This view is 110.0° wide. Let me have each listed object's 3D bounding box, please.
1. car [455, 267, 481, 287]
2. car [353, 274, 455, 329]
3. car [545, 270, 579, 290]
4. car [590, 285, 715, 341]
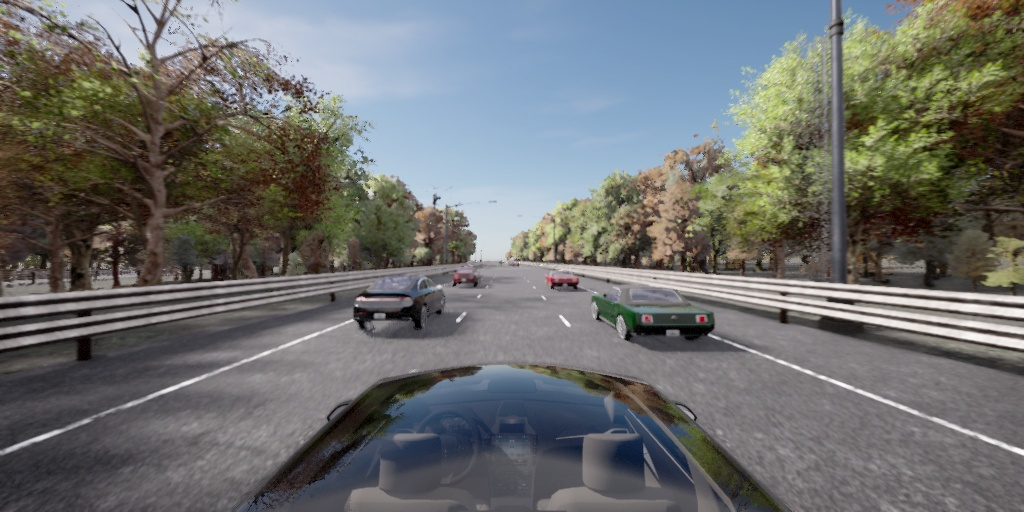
[{"bbox_3d":[-3.541,1.620,28.444,1.812,1.442,4.674,0,-1,-1],"label":"car"},{"bbox_3d":[-3.423,1.372,11.695,2.128,1.511,4.902,0,-1,0],"label":"car"},{"bbox_3d":[3.487,1.660,25.818,1.895,1.301,4.718,0,-1,-1],"label":"car"},{"bbox_3d":[3.584,1.460,10.209,1.895,1.301,4.718,0,-1,0],"label":"car"}]
